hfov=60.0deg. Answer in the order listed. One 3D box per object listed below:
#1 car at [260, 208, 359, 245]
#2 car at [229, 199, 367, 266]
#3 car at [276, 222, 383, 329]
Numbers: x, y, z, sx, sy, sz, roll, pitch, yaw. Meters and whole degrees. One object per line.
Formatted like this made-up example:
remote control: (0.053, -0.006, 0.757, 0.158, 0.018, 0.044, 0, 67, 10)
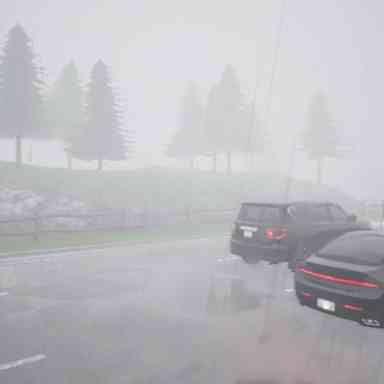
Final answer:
car: (6.049, 1.608, 16.765, 5.357, 1.411, 2.033, 0, 0, -36)
car: (3.720, 1.261, 10.757, 5.566, 2.045, 2.150, 0, 0, -36)
car: (4.089, 1.536, 6.703, 4.892, 1.490, 1.837, 0, 0, -36)
